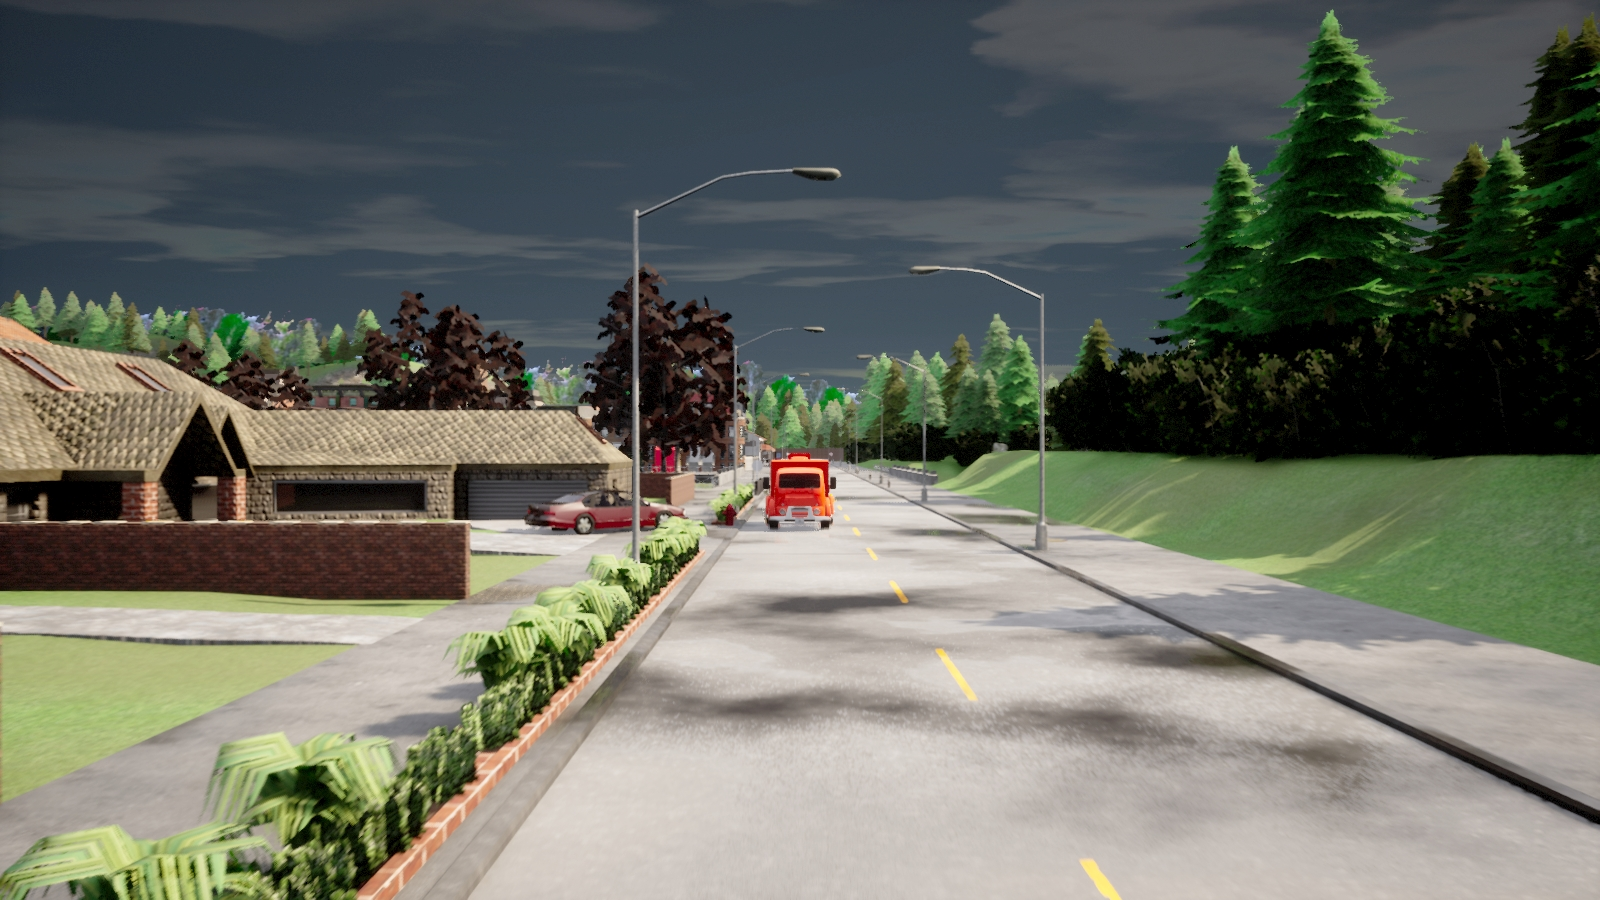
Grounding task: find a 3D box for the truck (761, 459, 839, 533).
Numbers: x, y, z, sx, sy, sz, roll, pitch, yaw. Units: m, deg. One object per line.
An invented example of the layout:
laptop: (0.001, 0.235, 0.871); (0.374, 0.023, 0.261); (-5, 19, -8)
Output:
truck: (-0.012, 1.568, 41.233); (2.627, 2.467, 5.204); (0, 0, 0)
